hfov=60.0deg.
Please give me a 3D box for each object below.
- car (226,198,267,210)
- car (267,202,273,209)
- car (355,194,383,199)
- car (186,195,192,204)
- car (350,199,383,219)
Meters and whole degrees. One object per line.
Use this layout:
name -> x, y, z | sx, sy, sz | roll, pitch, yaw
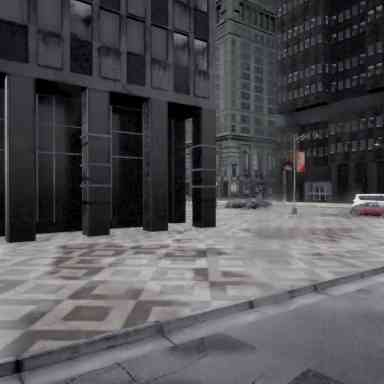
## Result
car -> 6.567, 1.535, 42.521 | 2.033, 1.411, 5.357 | 0, 0, -34
car -> 8.545, 1.528, 45.395 | 2.033, 1.411, 5.357 | 0, 0, -34
car -> 18.068, 1.209, 31.399 | 2.150, 2.045, 5.566 | 0, 0, -34
car -> -0.837, 1.292, 59.342 | 1.837, 1.490, 4.892 | 0, 0, -34
car -> 15.943, 1.557, 28.752 | 1.994, 1.385, 4.181 | 0, 0, -34
